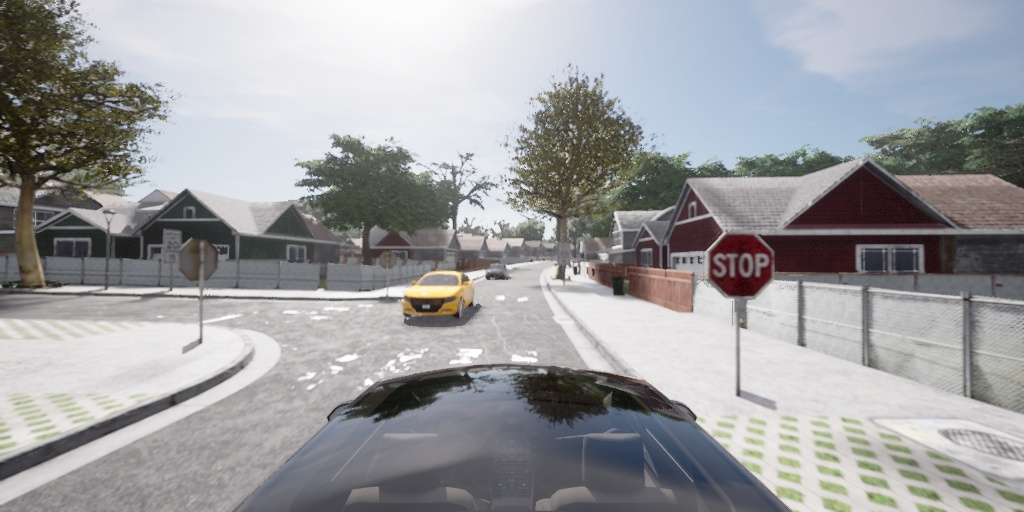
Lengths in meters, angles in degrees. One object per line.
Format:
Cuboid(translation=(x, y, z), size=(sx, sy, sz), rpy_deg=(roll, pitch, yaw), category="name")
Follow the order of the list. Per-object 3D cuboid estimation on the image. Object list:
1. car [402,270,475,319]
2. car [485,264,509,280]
Cuboid(translation=(-2.541, 1.303, 13.417), size=(1.882, 1.535, 5.008), rpy_deg=(1, -1, 2), category="car")
Cuboid(translation=(-1.398, 1.508, 34.683), size=(1.837, 1.490, 4.892), rpy_deg=(0, 0, 5), category="car")
